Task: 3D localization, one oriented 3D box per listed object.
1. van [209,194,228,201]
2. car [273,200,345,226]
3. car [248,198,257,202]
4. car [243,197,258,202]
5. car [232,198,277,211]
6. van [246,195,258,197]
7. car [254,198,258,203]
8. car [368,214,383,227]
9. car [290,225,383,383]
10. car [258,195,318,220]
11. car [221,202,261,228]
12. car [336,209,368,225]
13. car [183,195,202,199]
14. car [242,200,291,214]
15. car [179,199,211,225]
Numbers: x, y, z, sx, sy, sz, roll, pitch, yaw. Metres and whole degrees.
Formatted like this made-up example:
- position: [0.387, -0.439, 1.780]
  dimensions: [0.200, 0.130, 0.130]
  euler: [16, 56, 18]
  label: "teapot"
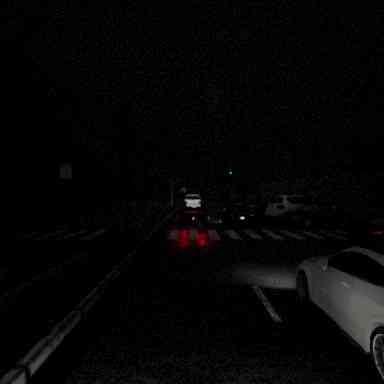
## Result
- position: [7.960, 1.631, 94.494]
  dimensions: [4.442, 1.987, 1.878]
  euler: [1, -2, -20]
  label: "van"
- position: [8.078, 1.504, 21.370]
  dimensions: [4.892, 1.521, 2.231]
  euler: [1, 0, -20]
  label: "car"
- position: [8.062, 1.541, 30.321]
  dimensions: [4.892, 1.521, 2.231]
  euler: [1, -1, -20]
  label: "car"
- position: [8.242, 1.555, 33.369]
  dimensions: [5.366, 1.575, 1.946]
  euler: [1, -1, -20]
  label: "car"
- position: [7.895, 1.603, 42.184]
  dimensions: [5.366, 1.575, 1.946]
  euler: [1, 0, -20]
  label: "car"
- position: [7.962, 1.363, 39.227]
  dimensions: [4.442, 1.987, 1.878]
  euler: [1, 0, -20]
  label: "van"
- position: [8.074, 1.525, 27.336]
  dimensions: [5.008, 1.535, 2.097]
  euler: [1, 0, -20]
  label: "car"
- position: [7.896, 1.480, 9.381]
  dimensions: [5.366, 1.575, 1.946]
  euler: [1, 0, -20]
  label: "car"
- position: [3.100, 1.523, 5.088]
  dimensions: [1.812, 1.442, 4.674]
  euler: [0, 0, 0]
  label: "car"
- position: [8.098, 1.261, 24.372]
  dimensions: [5.566, 2.045, 2.435]
  euler: [1, 0, -20]
  label: "car"
- position: [3.099, 1.578, 22.493]
  dimensions: [1.994, 1.385, 4.181]
  euler: [0, 0, 0]
  label: "car"
- position: [8.065, 1.527, 12.429]
  dimensions: [4.674, 1.452, 2.002]
  euler: [1, 0, -20]
  label: "car"
- position: [0.089, 1.327, 40.289]
  dimensions: [2.150, 2.045, 5.566]
  euler: [0, 0, 0]
  label: "car"
- position: [8.094, 1.603, 36.298]
  dimensions: [4.792, 1.488, 2.163]
  euler: [1, -1, -20]
  label: "car"
- position: [0.097, 1.512, 23.911]
  dimensions: [2.128, 1.511, 4.902]
  euler: [0, 0, 0]
  label: "car"
